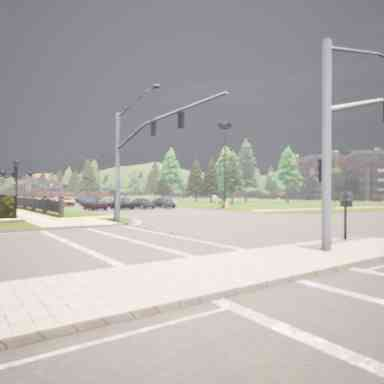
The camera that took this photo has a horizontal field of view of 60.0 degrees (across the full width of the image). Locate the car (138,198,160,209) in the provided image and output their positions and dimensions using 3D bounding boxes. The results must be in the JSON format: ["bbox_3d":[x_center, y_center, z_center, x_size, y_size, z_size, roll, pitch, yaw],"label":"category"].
[{"bbox_3d":[-6.940,1.646,46.929,1.837,1.490,4.892,0,0,-36],"label":"car"}]

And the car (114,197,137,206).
[{"bbox_3d":[-12.068,1.655,59.922,2.128,1.511,4.902,0,0,-36],"label":"car"}]

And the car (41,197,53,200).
[{"bbox_3d":[-28.103,1.626,64.176,1.994,1.385,4.181,0,0,-36],"label":"car"}]

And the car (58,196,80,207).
[{"bbox_3d":[-19.996,1.572,52.944,1.882,1.535,5.008,0,0,-36],"label":"car"}]

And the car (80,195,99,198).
[{"bbox_3d":[-17.079,1.595,54.888,1.882,1.535,5.008,0,0,-36],"label":"car"}]

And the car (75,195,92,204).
[{"bbox_3d":[-22.186,1.481,67.945,2.097,1.767,4.553,0,0,-36],"label":"car"}]

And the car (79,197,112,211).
[{"bbox_3d":[-12.404,1.696,42.535,1.895,1.301,4.718,0,0,-36],"label":"car"}]

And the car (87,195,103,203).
[{"bbox_3d":[-21.072,1.475,72.352,1.837,1.490,4.892,0,0,-36],"label":"car"}]

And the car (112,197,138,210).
[{"bbox_3d":[-9.456,1.719,44.434,1.895,1.301,4.718,0,0,-36],"label":"car"}]

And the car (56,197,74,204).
[{"bbox_3d":[-25.302,1.633,66.276,2.033,1.411,5.357,0,0,-36],"label":"car"}]

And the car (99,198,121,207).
[{"bbox_3d":[-14.015,1.741,56.631,1.895,1.301,4.718,0,0,-36],"label":"car"}]

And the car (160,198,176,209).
[{"bbox_3d":[-4.209,1.669,49.127,1.837,1.490,4.892,0,0,-36],"label":"car"}]
